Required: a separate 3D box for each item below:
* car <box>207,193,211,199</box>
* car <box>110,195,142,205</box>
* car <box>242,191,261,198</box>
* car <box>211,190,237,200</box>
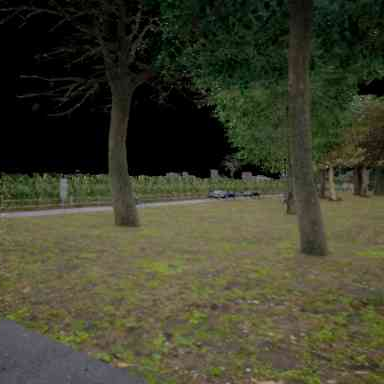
[{"bbox_3d":[4.563,0.466,59.278,1.882,1.535,5.008,-1,0,36],"label":"car"},{"bbox_3d":[-8.189,0.999,41.648,1.994,1.385,4.181,-1,0,36],"label":"car"},{"bbox_3d":[11.539,0.381,64.241,1.895,1.301,4.718,-1,0,36],"label":"car"},{"bbox_3d":[5.796,0.577,56.151,1.895,1.301,4.718,-1,0,36],"label":"car"}]
